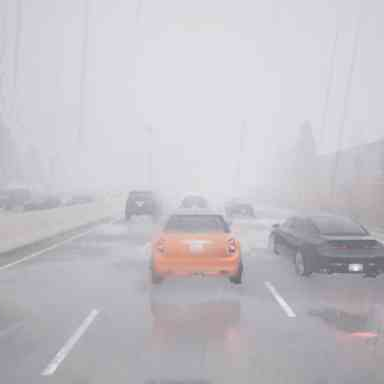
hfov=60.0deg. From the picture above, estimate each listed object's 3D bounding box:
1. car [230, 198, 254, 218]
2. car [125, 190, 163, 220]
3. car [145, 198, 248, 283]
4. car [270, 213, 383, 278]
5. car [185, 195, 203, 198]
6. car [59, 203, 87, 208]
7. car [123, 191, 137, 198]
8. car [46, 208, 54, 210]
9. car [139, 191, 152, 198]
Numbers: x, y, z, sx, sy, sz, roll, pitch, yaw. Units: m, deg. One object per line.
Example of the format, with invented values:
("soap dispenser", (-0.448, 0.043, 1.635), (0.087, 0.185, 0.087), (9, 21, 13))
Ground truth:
("car", (3.642, 1.161, 25.888), (1.812, 1.442, 4.674), (0, 1, 0))
("car", (-3.353, 0.875, 23.971), (2.150, 2.045, 5.566), (0, 1, 0))
("car", (0.111, 1.216, 9.431), (2.097, 1.767, 4.553), (0, 1, 0))
("car", (3.613, 1.370, 9.729), (1.837, 1.490, 4.892), (0, 1, 0))
("car", (0.147, 1.000, 24.682), (2.097, 1.767, 4.553), (0, 1, 0))
("car", (-10.521, 1.039, 31.698), (1.837, 1.490, 4.892), (0, 1, 0))
("car", (-13.543, 0.524, 72.706), (1.895, 1.301, 4.718), (0, 1, 2))
("car", (-14.022, 1.010, 31.413), (1.882, 1.535, 5.008), (0, 1, 0))
("car", (-10.059, 0.447, 72.388), (1.837, 1.490, 4.892), (0, 1, 2))
